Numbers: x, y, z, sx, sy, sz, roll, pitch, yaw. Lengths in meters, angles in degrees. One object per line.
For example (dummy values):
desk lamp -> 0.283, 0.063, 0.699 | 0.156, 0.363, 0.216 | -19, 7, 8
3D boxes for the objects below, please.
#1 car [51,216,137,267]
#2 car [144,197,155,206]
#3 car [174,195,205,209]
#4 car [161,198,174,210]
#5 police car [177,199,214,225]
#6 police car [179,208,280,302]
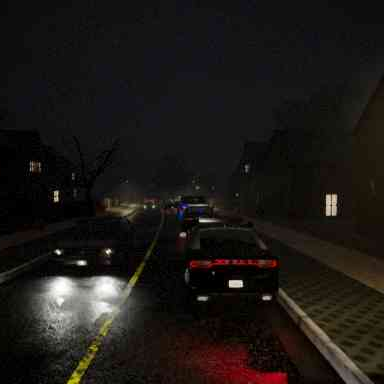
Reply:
car -> -3.083, 1.557, 11.712 | 2.033, 1.411, 5.357 | 0, 0, -2
car -> -8.028, 1.766, 62.292 | 1.882, 1.535, 5.008 | 0, 0, -9
car -> -0.014, 1.264, 24.484 | 2.150, 2.045, 5.566 | 0, 0, -4
car -> -2.812, 1.742, 45.619 | 1.895, 1.301, 4.718 | 0, 0, -7
police car -> 0.334, 1.445, 18.534 | 1.930, 1.638, 5.238 | 0, 0, -3
police car -> 0.713, 1.426, 8.476 | 1.930, 1.638, 5.238 | 0, 0, -1
